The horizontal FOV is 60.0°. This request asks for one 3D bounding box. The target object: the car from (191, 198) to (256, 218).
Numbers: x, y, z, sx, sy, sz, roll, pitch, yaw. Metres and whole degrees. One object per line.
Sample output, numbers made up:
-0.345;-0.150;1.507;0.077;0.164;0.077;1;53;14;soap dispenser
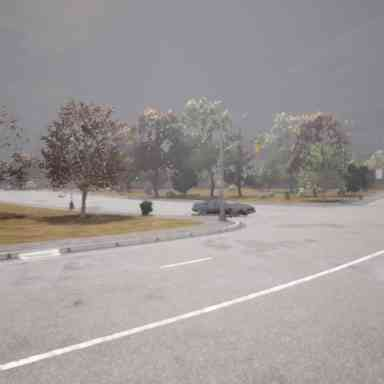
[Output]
2.474;1.233;27.077;5.357;1.411;2.033;0;2;38;car
